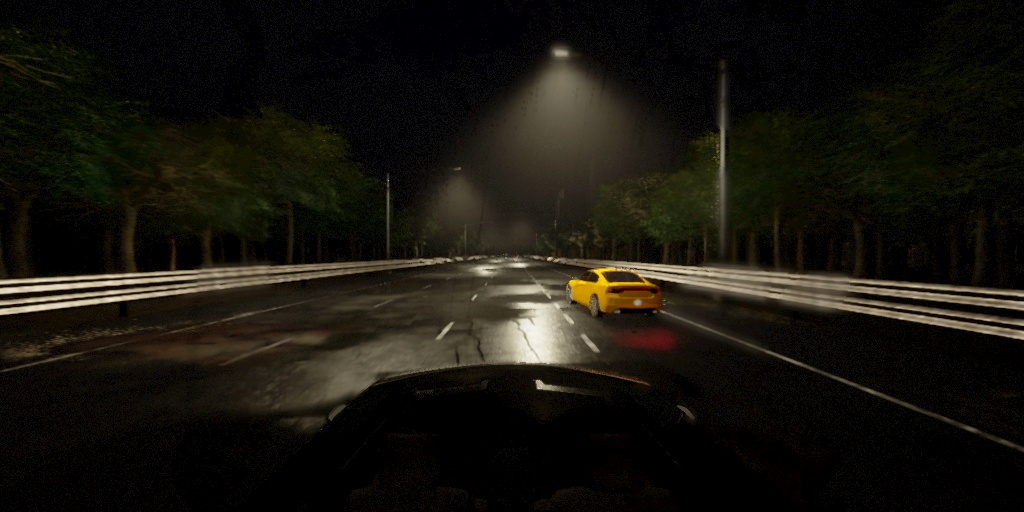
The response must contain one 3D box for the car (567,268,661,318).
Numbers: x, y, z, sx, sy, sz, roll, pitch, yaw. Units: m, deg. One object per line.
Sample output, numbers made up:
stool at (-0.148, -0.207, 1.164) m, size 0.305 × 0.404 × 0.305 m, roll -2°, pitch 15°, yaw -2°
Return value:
car at (3.375, 1.178, 12.823) m, size 1.882 × 1.535 × 5.008 m, roll 1°, pitch 0°, yaw -6°
